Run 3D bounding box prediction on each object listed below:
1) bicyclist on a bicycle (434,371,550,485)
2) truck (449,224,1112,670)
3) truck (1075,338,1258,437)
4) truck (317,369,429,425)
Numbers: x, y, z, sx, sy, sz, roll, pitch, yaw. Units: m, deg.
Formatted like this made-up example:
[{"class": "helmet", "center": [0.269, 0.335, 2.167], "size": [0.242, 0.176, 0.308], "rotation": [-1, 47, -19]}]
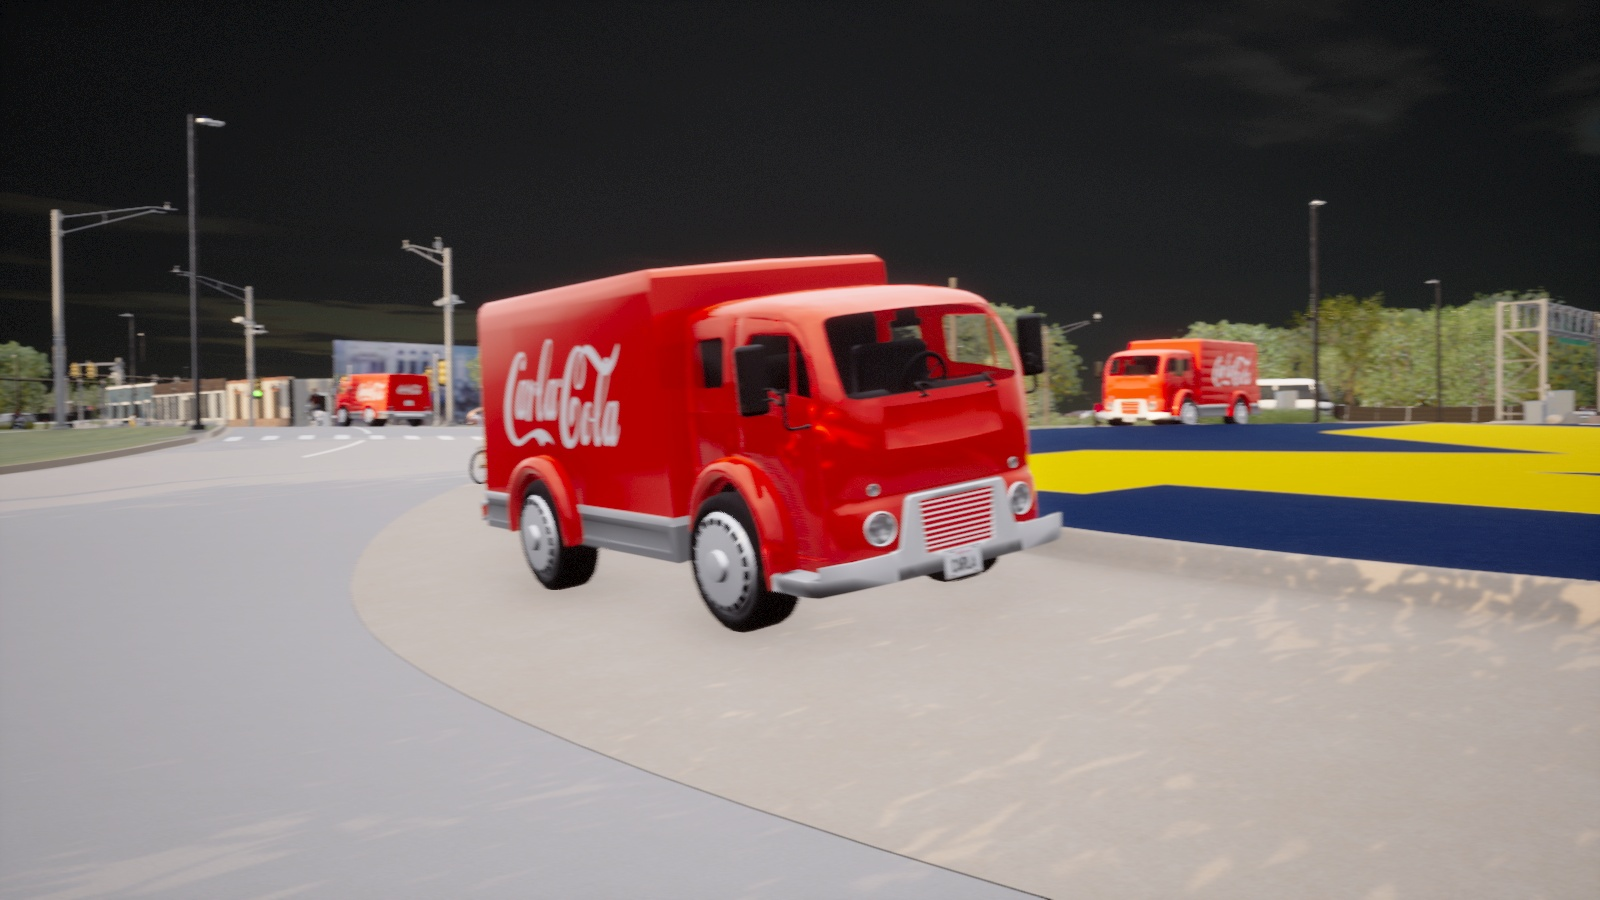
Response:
[{"class": "bicyclist on a bicycle", "center": [-4.696, -0.368, 19.246], "size": [0.866, 1.612, 1.509], "rotation": [1, 6, 27]}, {"class": "truck", "center": [-0.491, -0.218, 10.017], "size": [2.627, 2.467, 5.204], "rotation": [-9, 7, -34]}, {"class": "truck", "center": [9.987, -1.667, 33.995], "size": [2.627, 2.467, 5.204], "rotation": [3, 4, 43]}, {"class": "truck", "center": [-19.895, -2.443, 58.418], "size": [5.204, 2.467, 2.627], "rotation": [2, 2, 41]}]
